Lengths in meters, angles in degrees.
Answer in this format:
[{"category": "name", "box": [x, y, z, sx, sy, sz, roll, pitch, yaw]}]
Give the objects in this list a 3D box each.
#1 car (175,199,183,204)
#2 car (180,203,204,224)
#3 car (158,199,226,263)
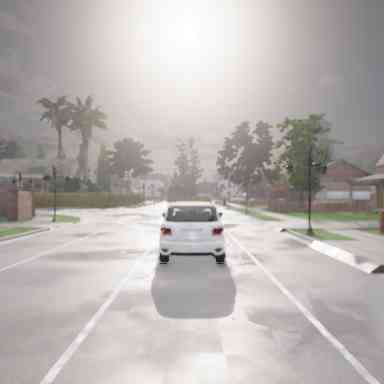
[{"category": "car", "box": [-3.514, 2.502, 89.955, 1.895, 1.301, 4.718, 0, -1, 0]}, {"category": "car", "box": [0.012, 1.796, 28.511, 1.837, 1.490, 4.892, 0, 0, 0]}, {"category": "car", "box": [0.008, 1.353, 12.581, 2.150, 2.045, 5.566, 0, 0, 0]}]
